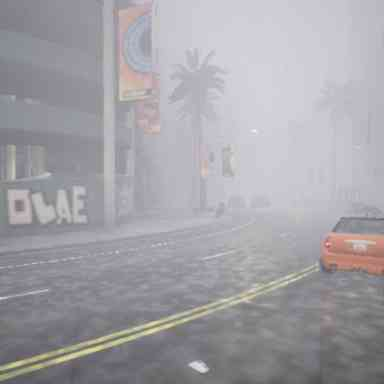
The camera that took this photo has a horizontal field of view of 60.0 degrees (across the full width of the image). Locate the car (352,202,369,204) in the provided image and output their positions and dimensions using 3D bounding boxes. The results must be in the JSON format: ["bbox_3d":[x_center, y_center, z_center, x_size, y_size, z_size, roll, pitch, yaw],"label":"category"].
[{"bbox_3d":[13.798,1.582,27.056,1.837,1.490,4.892,0,0,13],"label":"car"}]

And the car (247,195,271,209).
[{"bbox_3d":[10.683,1.486,52.159,2.150,2.045,5.566,0,-1,-2],"label":"car"}]

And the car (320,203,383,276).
[{"bbox_3d":[5.518,1.379,9.823,2.097,1.767,4.553,-1,-1,40],"label":"car"}]

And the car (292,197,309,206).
[{"bbox_3d":[20.406,1.739,62.440,2.231,1.521,4.892,0,0,-2],"label":"car"}]

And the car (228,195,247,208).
[{"bbox_3d":[7.130,1.520,53.388,2.150,2.045,5.566,0,-1,-2],"label":"car"}]

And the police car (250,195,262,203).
[{"bbox_3d":[17.323,1.783,90.073,1.930,1.638,5.238,-9,2,-2],"label":"police car"}]
